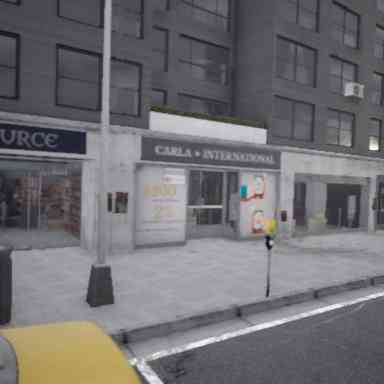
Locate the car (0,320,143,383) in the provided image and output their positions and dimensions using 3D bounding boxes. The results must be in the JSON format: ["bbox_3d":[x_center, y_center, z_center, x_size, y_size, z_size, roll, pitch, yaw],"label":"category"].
[{"bbox_3d":[-2.560,1.372,1.552,4.829,1.417,1.752,1,2,-32],"label":"car"}]
